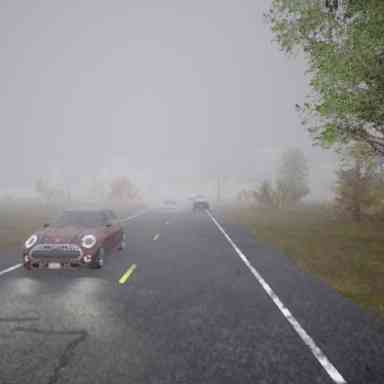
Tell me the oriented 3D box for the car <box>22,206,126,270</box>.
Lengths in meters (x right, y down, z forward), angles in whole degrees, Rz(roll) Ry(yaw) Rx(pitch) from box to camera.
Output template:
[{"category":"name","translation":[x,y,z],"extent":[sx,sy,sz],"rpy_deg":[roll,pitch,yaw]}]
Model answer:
[{"category":"car","translation":[-3.600,1.334,10.958],"extent":[2.097,1.767,4.553],"rpy_deg":[0,0,0]}]

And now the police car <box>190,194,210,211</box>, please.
[{"category":"police car","translation":[1.047,1.347,39.242],"extent":[1.930,1.638,5.238],"rpy_deg":[0,0,0]}]

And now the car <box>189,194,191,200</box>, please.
[{"category":"car","translation":[1.045,1.221,55.105],"extent":[2.097,1.767,4.553],"rpy_deg":[0,0,0]}]

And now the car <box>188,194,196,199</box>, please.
[{"category":"car","translation":[-0.014,1.150,89.526],"extent":[2.033,1.411,5.357],"rpy_deg":[0,0,0]}]

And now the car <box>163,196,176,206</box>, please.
[{"category":"car","translation":[-3.556,1.399,53.862],"extent":[1.812,1.442,4.674],"rpy_deg":[0,0,0]}]

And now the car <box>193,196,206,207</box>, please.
[{"category":"car","translation":[1.046,1.397,49.134],"extent":[1.837,1.490,4.892],"rpy_deg":[0,0,0]}]
